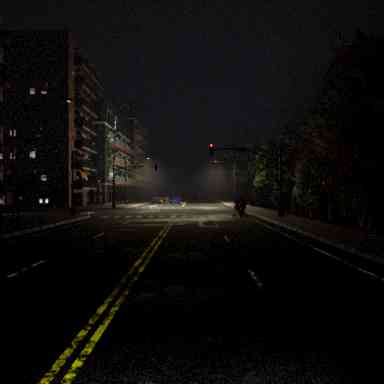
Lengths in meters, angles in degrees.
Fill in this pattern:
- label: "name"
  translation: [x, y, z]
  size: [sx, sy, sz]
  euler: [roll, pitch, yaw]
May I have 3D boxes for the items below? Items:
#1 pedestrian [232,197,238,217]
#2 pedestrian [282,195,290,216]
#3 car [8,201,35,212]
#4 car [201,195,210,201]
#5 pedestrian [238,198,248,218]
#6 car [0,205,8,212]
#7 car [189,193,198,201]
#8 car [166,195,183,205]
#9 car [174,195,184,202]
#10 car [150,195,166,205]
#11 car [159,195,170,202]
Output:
- label: "pedestrian"
  translation: [4.010, 1.301, 29.375]
  size: [0.375, 1.860, 0.375]
  euler: [0, 0, 0]
- label: "pedestrian"
  translation: [8.055, 1.149, 28.762]
  size: [0.375, 1.860, 0.375]
  euler: [0, 0, 0]
- label: "car"
  translation: [-22.659, 1.856, 43.273]
  size: [4.206, 1.307, 1.802]
  euler: [-1, 1, -1]
- label: "car"
  translation: [3.509, 1.540, 85.574]
  size: [1.837, 1.490, 4.892]
  euler: [0, 0, 0]
- label: "pedestrian"
  translation: [4.297, 1.301, 28.077]
  size: [0.375, 1.860, 0.375]
  euler: [0, 0, 0]
- label: "car"
  translation: [-22.567, 1.595, 34.623]
  size: [5.009, 1.841, 2.192]
  euler: [-1, 1, -1]
- label: "car"
  translation: [0.258, 1.265, 85.615]
  size: [2.150, 2.045, 5.566]
  euler: [0, 0, 0]
- label: "car"
  translation: [-3.140, 1.502, 60.491]
  size: [1.882, 1.535, 5.008]
  euler: [0, 0, 1]
- label: "car"
  translation: [-3.020, 1.563, 76.117]
  size: [2.128, 1.511, 4.902]
  euler: [0, 0, 0]
- label: "car"
  translation: [-6.386, 1.572, 60.737]
  size: [2.033, 1.411, 5.357]
  euler: [0, 0, 1]
- label: "car"
  translation: [-6.270, 1.516, 76.220]
  size: [1.882, 1.535, 5.008]
  euler: [0, 0, 0]
